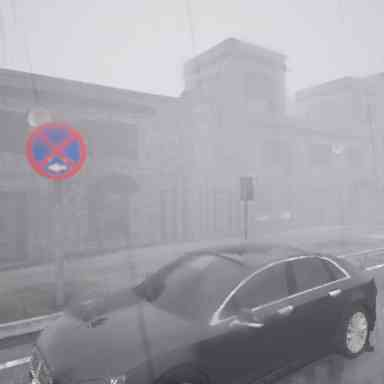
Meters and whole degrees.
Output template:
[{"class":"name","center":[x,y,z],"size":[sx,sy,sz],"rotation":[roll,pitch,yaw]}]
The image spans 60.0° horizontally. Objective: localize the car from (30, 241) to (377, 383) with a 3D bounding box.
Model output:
[{"class":"car","center":[0.568,1.502,4.394],"size":[4.892,1.490,1.837],"rotation":[0,0,-35]}]
